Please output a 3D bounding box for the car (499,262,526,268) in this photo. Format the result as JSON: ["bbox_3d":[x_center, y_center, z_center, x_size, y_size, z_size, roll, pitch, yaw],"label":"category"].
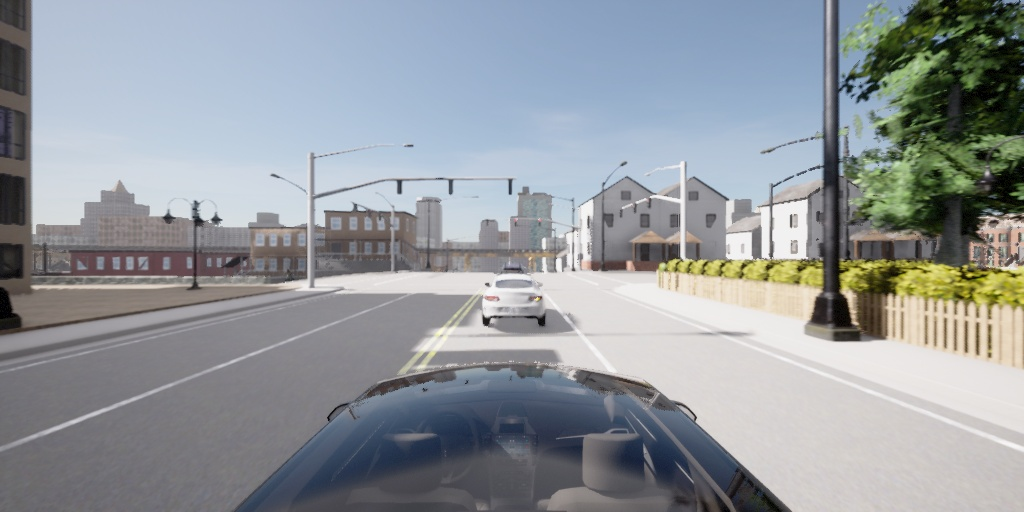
[{"bbox_3d":[0.067,1.220,27.697,2.128,1.511,4.902,0,0,0],"label":"car"}]

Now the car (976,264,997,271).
[{"bbox_3d":[44.210,1.359,34.994,4.718,1.301,1.895,0,0,0],"label":"car"}]

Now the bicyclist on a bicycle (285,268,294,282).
[{"bbox_3d":[-25.656,2.219,41.300,0.582,1.620,1.656,-8,0,0],"label":"bicyclist on a bicycle"}]

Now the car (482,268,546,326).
[{"bbox_3d":[0.062,1.278,11.638,1.812,1.442,4.674,0,-1,0],"label":"car"}]
